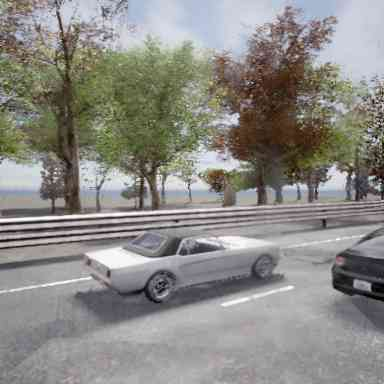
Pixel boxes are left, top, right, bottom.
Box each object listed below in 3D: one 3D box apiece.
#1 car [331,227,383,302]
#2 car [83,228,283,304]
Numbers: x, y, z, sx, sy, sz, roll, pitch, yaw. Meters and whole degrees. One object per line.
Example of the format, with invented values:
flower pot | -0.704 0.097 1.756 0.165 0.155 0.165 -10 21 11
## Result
car | 4.868 1.433 7.088 4.674 1.442 1.812 -1 1 -34
car | 0.007 1.536 8.012 4.718 1.301 1.895 -1 1 -35
